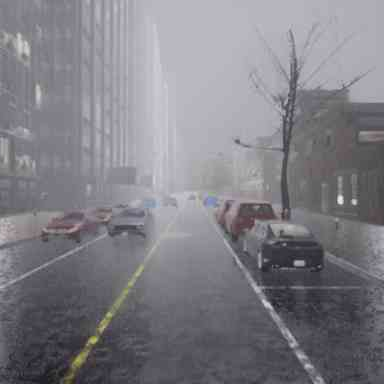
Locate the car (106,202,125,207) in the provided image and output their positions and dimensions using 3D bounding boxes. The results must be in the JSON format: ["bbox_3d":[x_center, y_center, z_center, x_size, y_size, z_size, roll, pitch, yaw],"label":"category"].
[{"bbox_3d":[-5.682,1.575,21.617,1.802,1.307,4.206,1,0,0],"label":"car"}]

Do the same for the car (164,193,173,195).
[{"bbox_3d":[-5.681,1.219,77.080,2.192,1.841,5.009,1,0,0],"label":"car"}]

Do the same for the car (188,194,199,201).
[{"bbox_3d":[-0.006,1.381,79.172,1.895,1.301,4.718,0,0,0],"label":"car"}]

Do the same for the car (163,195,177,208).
[{"bbox_3d":[-3.080,1.485,48.130,1.812,1.442,4.674,0,0,0],"label":"car"}]

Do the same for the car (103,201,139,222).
[{"bbox_3d":[-5.681,1.533,27.163,1.887,1.381,4.507,1,0,0],"label":"car"}]

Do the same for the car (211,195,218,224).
[{"bbox_3d":[2.702,1.307,21.618,2.192,1.841,5.009,1,0,0],"label":"car"}]

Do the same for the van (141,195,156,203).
[{"bbox_3d":[-5.679,1.308,43.803,1.690,1.788,3.998,1,0,0],"label":"van"}]

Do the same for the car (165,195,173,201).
[{"bbox_3d":[-5.685,1.416,82.455,1.752,1.417,4.829,1,0,0],"label":"car"}]

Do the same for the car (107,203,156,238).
[{"bbox_3d":[-3.053,1.543,17.915,2.033,1.411,5.357,0,0,1],"label":"car"}]

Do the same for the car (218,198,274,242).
[{"bbox_3d":[2.702,1.311,16.069,2.192,1.841,5.009,1,0,0],"label":"car"}]

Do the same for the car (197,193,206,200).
[{"bbox_3d":[2.698,1.177,93.720,2.192,1.841,5.009,1,0,0],"label":"car"}]

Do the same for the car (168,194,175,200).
[{"bbox_3d":[-5.686,1.389,93.547,1.752,1.417,4.829,1,0,0],"label":"car"}]

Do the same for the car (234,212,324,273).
[{"bbox_3d":[2.700,1.549,10.524,2.008,1.369,4.403,1,0,0],"label":"car"}]

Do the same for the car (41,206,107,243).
[{"bbox_3d":[-5.682,1.579,16.069,1.802,1.307,4.206,1,0,0],"label":"car"}]

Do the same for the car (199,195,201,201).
[{"bbox_3d":[2.697,1.513,54.897,1.947,1.339,4.313,1,0,0],"label":"car"}]

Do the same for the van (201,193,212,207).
[{"bbox_3d":[2.700,1.298,49.351,1.690,1.788,3.998,1,0,0],"label":"van"}]

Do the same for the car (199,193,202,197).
[{"bbox_3d":[2.696,1.414,82.798,1.752,1.417,4.829,1,0,0],"label":"car"}]
